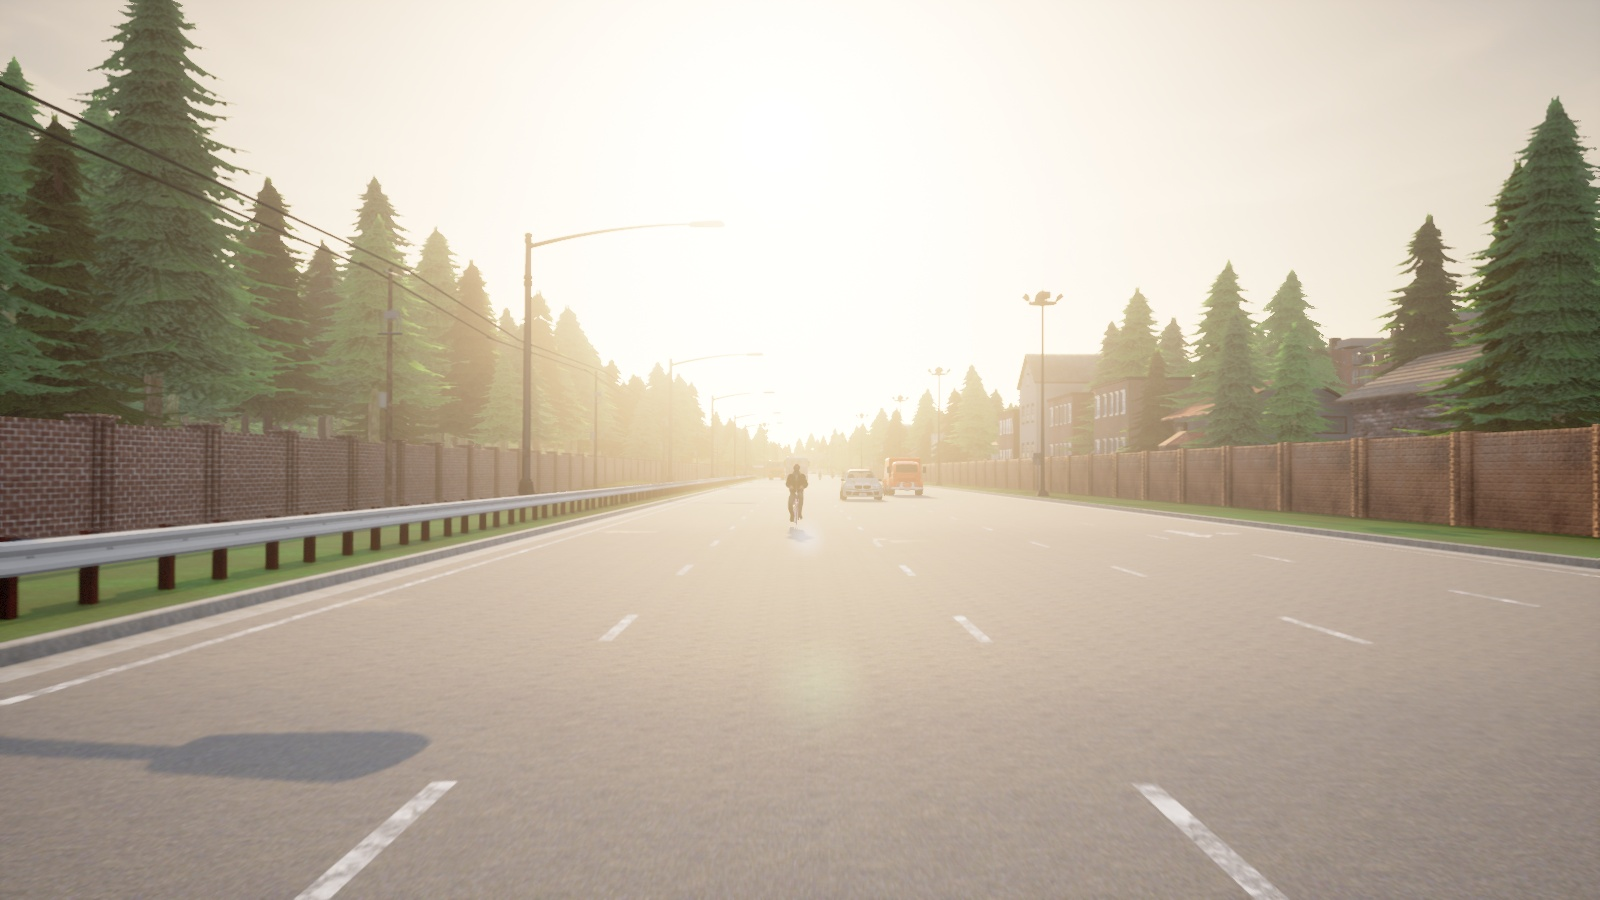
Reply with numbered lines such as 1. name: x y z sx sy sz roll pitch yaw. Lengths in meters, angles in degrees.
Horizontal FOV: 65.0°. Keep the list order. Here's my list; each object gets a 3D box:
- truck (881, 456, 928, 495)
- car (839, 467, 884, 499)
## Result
1. truck: 6.795 1.676 82.169 2.627 2.467 5.204 0 -1 0
2. car: 3.330 1.795 68.636 2.242 1.667 4.611 0 -1 0
